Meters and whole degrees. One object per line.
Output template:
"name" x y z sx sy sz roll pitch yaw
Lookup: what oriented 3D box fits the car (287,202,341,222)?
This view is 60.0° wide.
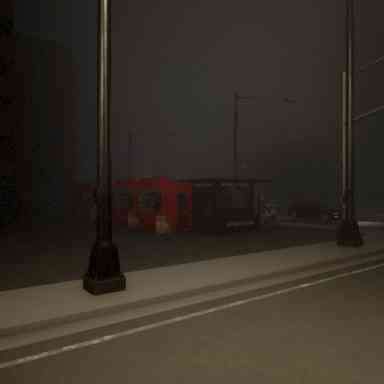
"car" 10.276 1.615 27.733 1.837 1.490 4.892 0 -1 -36
